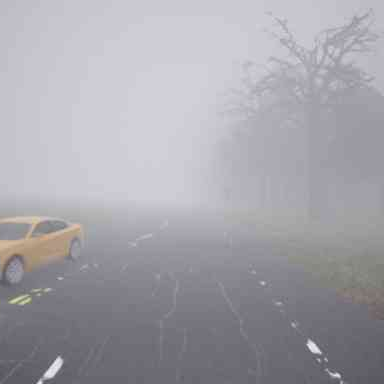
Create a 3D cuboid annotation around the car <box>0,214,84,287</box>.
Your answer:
[{"bbox_3d":[-4.923,1.470,9.632,1.882,1.535,5.008,0,0,7],"label":"car"}]
